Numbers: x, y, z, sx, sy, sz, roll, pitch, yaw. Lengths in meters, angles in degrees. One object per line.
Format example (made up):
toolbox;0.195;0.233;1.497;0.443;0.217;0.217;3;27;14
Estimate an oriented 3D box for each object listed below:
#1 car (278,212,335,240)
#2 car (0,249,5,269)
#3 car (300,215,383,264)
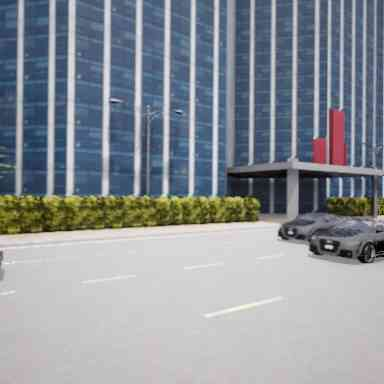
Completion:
car;6.240;1.727;16.558;4.181;1.385;1.994;1;0;-34
car;-7.403;1.518;7.696;5.357;1.411;2.033;1;0;-29
car;6.310;1.703;12.398;4.181;1.385;1.994;1;0;-34
